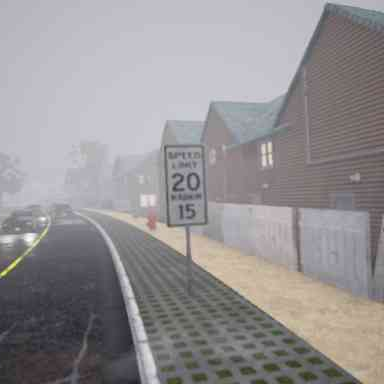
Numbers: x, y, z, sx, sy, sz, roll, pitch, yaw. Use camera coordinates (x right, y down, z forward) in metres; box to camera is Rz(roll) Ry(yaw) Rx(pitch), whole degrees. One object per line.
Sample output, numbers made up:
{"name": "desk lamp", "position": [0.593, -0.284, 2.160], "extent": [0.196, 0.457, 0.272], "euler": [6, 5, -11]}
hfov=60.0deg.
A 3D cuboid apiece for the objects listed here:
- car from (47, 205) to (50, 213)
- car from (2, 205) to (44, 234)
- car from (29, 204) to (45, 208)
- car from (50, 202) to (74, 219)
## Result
{"name": "car", "position": [-18.252, 2.110, 44.716], "extent": [1.812, 1.442, 4.674], "euler": [-2, 0, -29]}
{"name": "car", "position": [-11.772, 1.948, 23.095], "extent": [2.033, 1.411, 5.357], "euler": [-2, 0, -21]}
{"name": "car", "position": [-18.409, 2.161, 38.912], "extent": [1.837, 1.490, 4.892], "euler": [-2, 0, -26]}
{"name": "car", "position": [-13.706, 1.947, 35.338], "extent": [1.837, 1.490, 4.892], "euler": [-2, 0, -24]}
